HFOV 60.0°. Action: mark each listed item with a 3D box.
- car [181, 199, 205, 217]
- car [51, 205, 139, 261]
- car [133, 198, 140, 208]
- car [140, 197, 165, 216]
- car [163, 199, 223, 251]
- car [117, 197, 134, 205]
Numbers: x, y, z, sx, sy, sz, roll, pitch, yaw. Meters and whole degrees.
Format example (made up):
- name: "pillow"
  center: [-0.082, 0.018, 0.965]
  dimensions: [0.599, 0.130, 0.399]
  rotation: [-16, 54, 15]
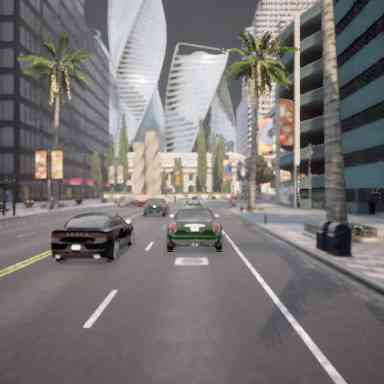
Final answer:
- name: "car"
  center: [0.105, 1.472, 32.568]
  dimensions: [2.128, 1.511, 4.902]
  rotation: [0, 0, 0]
- name: "car"
  center: [-3.400, 1.470, 12.224]
  dimensions: [1.882, 1.535, 5.008]
  rotation: [0, 0, 0]
- name: "car"
  center: [-6.061, 1.573, 46.573]
  dimensions: [1.895, 1.301, 4.718]
  rotation: [0, 0, 12]
- name: "car"
  center: [-3.394, 1.332, 32.376]
  dimensions: [2.097, 1.767, 4.553]
  rotation: [0, 0, 0]
- name: "car"
  center: [0.099, 1.343, 14.102]
  dimensions: [2.097, 1.767, 4.553]
  rotation: [0, 0, 0]
- name: "car"
  center: [-9.186, 1.496, 48.200]
  dimensions: [1.812, 1.442, 4.674]
  rotation: [0, 0, 13]
